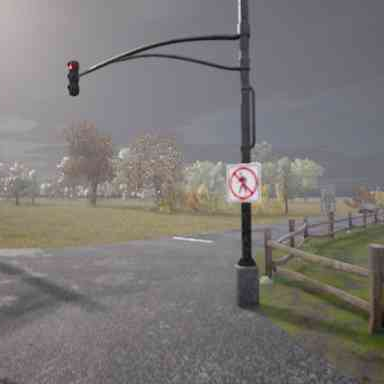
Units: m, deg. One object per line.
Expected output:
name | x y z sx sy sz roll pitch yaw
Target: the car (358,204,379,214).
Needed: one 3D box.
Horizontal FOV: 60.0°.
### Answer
car | 25.642 2.405 48.129 2.033 1.411 5.357 -1 -2 40
